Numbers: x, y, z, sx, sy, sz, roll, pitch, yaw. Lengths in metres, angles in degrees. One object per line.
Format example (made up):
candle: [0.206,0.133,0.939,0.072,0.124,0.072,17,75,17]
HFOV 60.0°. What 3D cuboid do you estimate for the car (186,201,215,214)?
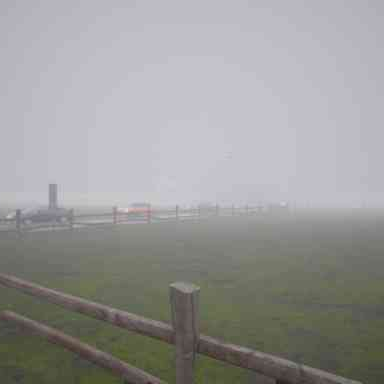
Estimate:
car: [1.193,2.051,44.101,2.097,1.767,4.553,-1,-1,35]

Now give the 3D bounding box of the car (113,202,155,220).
car: [-5.910,1.831,34.087,2.097,1.767,4.553,-1,-2,35]

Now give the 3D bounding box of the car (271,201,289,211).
car: [15.557,2.401,59.338,2.097,1.767,4.553,-1,-1,37]

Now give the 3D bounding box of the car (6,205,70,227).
car: [-11.727,1.789,25.885,2.128,1.511,4.902,-1,-1,36]
